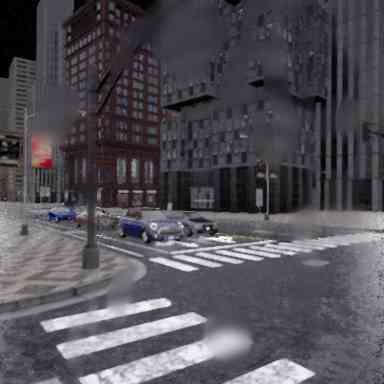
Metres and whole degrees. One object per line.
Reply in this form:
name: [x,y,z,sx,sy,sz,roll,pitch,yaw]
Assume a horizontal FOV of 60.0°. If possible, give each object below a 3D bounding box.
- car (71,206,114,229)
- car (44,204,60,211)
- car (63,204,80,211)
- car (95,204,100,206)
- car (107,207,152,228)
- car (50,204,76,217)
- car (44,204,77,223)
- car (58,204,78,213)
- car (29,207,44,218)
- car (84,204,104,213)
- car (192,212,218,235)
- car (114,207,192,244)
car: [-7.462,2.064,25.463,1.812,1.442,4.674,1,-1,-36]
car: [-27.003,3.008,63.996,1.895,1.301,4.718,1,-1,-36]
car: [-23.513,3.011,64.714,1.895,1.301,4.718,1,-1,-36]
car: [-11.505,2.276,36.629,2.128,1.511,4.902,1,-1,-36]
car: [-5.423,2.093,28.189,1.837,1.490,4.892,1,-1,-36]
car: [-17.561,2.474,45.108,2.128,1.511,4.902,1,-1,-35]
car: [-12.873,2.191,32.969,1.882,1.535,5.008,1,-1,-36]
car: [-20.582,2.706,55.096,1.837,1.490,4.892,1,-1,-36]
car: [-18.662,2.503,41.046,1.895,1.301,4.718,1,-1,-35]
car: [-16.036,2.696,54.356,1.812,1.442,4.674,1,-2,-35]
car: [-0.227,1.987,20.983,1.994,1.385,4.181,1,-1,-36]
car: [-2.293,1.726,18.262,2.097,1.767,4.553,1,-1,-35]
